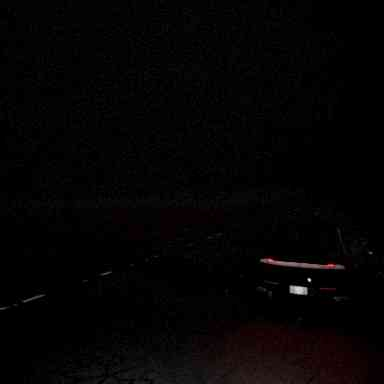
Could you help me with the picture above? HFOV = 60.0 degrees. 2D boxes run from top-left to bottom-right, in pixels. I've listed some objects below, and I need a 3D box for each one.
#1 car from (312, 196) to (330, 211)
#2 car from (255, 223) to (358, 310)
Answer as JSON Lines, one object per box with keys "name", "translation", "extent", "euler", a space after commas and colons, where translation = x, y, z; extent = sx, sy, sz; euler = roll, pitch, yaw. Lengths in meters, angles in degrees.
{"name": "car", "translation": [18.725, 1.648, 48.152], "extent": [2.150, 2.045, 5.566], "euler": [0, -1, 19]}
{"name": "car", "translation": [2.844, 1.509, 8.018], "extent": [2.128, 1.511, 4.902], "euler": [0, 0, 24]}
